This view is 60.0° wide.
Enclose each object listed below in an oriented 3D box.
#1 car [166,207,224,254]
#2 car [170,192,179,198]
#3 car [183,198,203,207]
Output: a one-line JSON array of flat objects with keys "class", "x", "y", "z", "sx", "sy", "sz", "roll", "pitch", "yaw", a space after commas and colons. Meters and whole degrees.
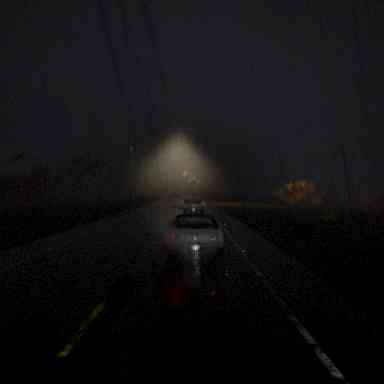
[{"class": "car", "x": 0.110, "y": 1.468, "z": 12.837, "sx": 1.895, "sy": 1.301, "sz": 4.718, "roll": 0, "pitch": 1, "yaw": 0}, {"class": "car", "x": -4.137, "y": 0.764, "z": 79.746, "sx": 1.994, "sy": 1.385, "sz": 4.181, "roll": 0, "pitch": 1, "yaw": -2}, {"class": "car", "x": 0.131, "y": 1.273, "z": 32.795, "sx": 1.895, "sy": 1.301, "sz": 4.718, "roll": 0, "pitch": 1, "yaw": 0}]
